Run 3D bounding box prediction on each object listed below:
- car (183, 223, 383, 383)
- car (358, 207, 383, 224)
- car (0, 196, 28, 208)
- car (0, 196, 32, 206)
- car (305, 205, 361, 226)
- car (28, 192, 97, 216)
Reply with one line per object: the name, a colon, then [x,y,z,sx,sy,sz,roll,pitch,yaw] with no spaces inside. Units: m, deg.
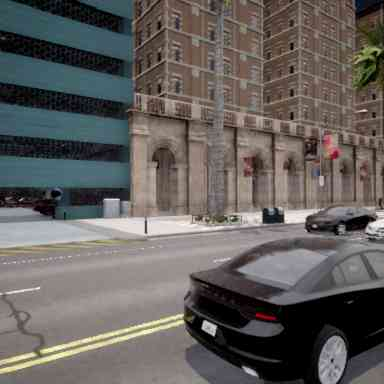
car: [2.223,1.478,5.331,5.008,1.535,1.882,1,-1,-35]
car: [9.869,1.526,15.276,4.674,1.442,1.812,0,0,-35]
car: [-22.829,1.463,45.067,4.718,1.301,1.895,0,0,-35]
car: [-29.183,1.413,54.781,4.786,1.482,2.161,0,0,-35]
car: [8.314,1.477,18.465,5.008,1.535,1.882,0,0,-35]
car: [-11.474,1.029,30.439,5.566,2.045,2.435,0,0,-35]
